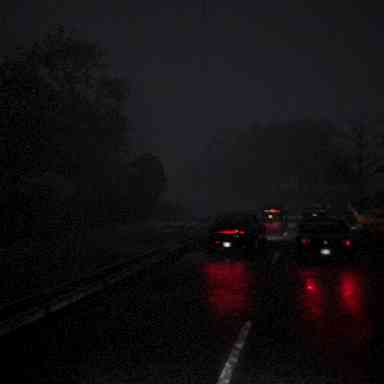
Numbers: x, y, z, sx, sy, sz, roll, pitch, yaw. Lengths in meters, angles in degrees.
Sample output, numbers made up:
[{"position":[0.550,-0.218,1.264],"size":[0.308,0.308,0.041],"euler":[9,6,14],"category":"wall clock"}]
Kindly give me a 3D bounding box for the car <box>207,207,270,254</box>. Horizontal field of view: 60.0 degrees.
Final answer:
[{"position":[2.009,1.606,14.114],"size":[1.837,1.490,4.892],"euler":[-1,0,19],"category":"car"}]

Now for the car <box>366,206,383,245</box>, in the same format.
[{"position":[8.338,1.494,12.648],"size":[1.946,1.575,5.366],"euler":[-1,0,18],"category":"car"}]

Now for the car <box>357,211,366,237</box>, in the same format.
[{"position":[10.082,1.522,17.888],"size":[1.946,1.575,5.366],"euler":[-1,-1,18],"category":"car"}]

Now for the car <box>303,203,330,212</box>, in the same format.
[{"position":[10.172,1.604,27.313],"size":[1.882,1.535,5.008],"euler":[-1,0,23],"category":"car"}]

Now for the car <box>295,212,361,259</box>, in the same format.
[{"position":[5.025,1.656,12.888],"size":[1.895,1.301,4.718],"euler":[-1,0,18],"category":"car"}]

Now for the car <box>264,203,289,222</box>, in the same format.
[{"position":[7.080,1.665,28.351],"size":[1.837,1.490,4.892],"euler":[-1,0,22],"category":"car"}]
